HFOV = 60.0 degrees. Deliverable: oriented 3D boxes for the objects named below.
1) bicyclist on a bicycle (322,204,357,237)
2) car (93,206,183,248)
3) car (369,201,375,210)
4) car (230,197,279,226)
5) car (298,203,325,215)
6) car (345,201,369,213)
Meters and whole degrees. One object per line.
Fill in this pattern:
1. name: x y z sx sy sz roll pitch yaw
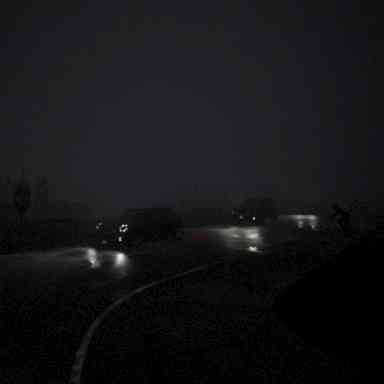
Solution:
1. bicyclist on a bicycle: 7.307 1.413 16.590 1.656 1.620 0.582 -1 -1 35
2. car: -2.406 1.518 15.760 2.097 1.767 4.553 -1 -1 35
3. car: 26.787 1.991 51.018 1.895 1.301 4.718 -1 -1 35
4. car: 5.099 1.460 26.496 2.150 2.045 5.566 -1 0 34
5. car: 14.137 1.935 39.323 1.895 1.301 4.718 -1 -1 35
6. car: 21.027 1.895 42.785 1.994 1.385 4.181 -1 -1 35
